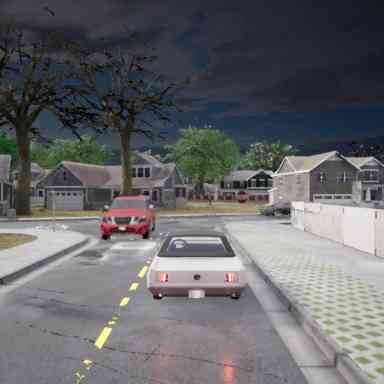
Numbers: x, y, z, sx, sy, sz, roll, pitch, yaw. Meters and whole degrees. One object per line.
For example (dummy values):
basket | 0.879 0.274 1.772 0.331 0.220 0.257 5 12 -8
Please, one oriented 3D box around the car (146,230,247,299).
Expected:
car | 0.097 1.602 8.374 1.895 1.301 4.718 0 0 0

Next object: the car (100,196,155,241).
car | -3.136 1.225 17.192 2.150 2.045 5.566 0 0 -2

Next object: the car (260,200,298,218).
car | 8.653 1.562 30.809 4.892 1.490 1.837 0 0 -19
